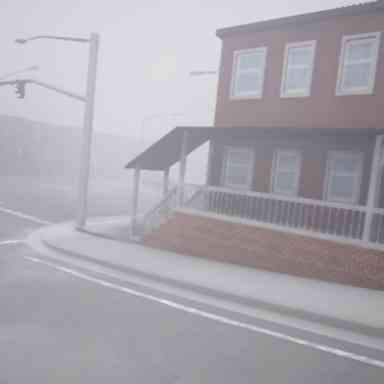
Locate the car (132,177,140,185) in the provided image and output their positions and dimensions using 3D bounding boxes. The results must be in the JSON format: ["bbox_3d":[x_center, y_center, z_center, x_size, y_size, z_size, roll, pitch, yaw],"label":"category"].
[{"bbox_3d":[-6.224,-1.771,46.318,2.097,1.767,4.553,9,5,36],"label":"car"}]

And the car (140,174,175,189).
[{"bbox_3d":[-4.128,-1.176,43.312,1.812,1.442,4.674,9,5,35],"label":"car"}]
